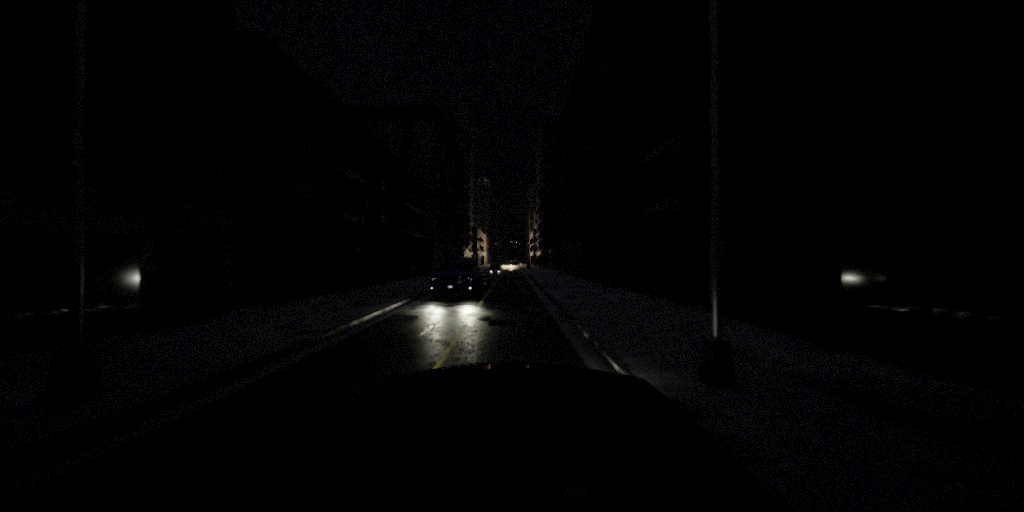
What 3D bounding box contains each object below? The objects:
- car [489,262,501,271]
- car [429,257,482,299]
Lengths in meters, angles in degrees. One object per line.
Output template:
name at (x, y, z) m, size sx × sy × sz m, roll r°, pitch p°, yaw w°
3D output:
car at (-2.796, 1.724, 60.757) m, size 2.033 × 1.411 × 5.357 m, roll 0°, pitch 0°, yaw 1°
car at (-2.855, 1.086, 19.366) m, size 2.150 × 2.045 × 5.566 m, roll 0°, pitch 0°, yaw 0°
